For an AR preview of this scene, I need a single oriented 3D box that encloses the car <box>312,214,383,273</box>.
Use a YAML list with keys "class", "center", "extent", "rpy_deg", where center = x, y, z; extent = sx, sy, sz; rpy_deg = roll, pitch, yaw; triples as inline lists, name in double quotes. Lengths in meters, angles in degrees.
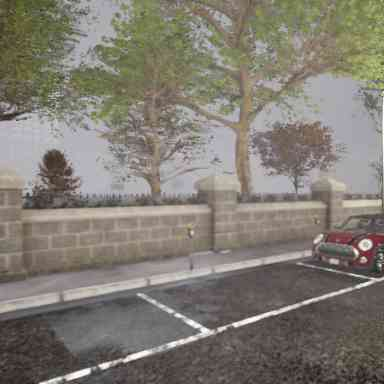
- class: "car"
  center: [5.657, 1.442, 10.590]
  extent: [4.097, 1.590, 1.967]
  rpy_deg: [0, 0, -35]
